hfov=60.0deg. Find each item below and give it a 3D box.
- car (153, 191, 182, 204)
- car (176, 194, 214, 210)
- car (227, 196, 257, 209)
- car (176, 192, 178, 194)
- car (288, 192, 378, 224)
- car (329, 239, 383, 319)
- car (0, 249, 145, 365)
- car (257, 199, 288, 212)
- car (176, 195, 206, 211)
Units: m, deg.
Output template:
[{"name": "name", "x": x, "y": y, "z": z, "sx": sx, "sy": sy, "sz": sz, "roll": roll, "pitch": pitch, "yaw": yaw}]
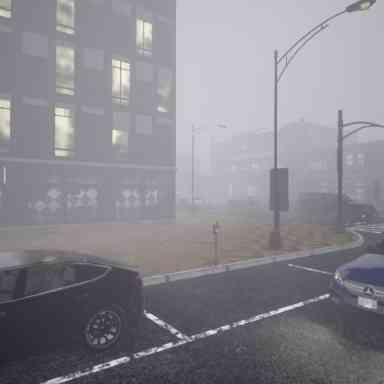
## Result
[{"name": "car", "x": -3.949, "y": 0.793, "z": 52.065, "sx": 2.192, "sy": 1.841, "sz": 5.009, "roll": 1, "pitch": 0, "yaw": -36}, {"name": "car", "x": 0.472, "y": 1.171, "z": 36.281, "sx": 1.812, "sy": 1.442, "sz": 4.674, "roll": 0, "pitch": 0, "yaw": -36}, {"name": "car", "x": 5.917, "y": 1.130, "z": 38.672, "sx": 1.967, "sy": 1.590, "sz": 4.097, "roll": 1, "pitch": 0, "yaw": -36}, {"name": "car", "x": -0.665, "y": 1.101, "z": 47.601, "sx": 2.008, "sy": 1.369, "sz": 4.403, "roll": 1, "pitch": 0, "yaw": -36}, {"name": "car", "x": 10.009, "y": 1.063, "z": 23.598, "sx": 2.150, "sy": 2.045, "sz": 5.566, "roll": 0, "pitch": 1, "yaw": -39}, {"name": "car", "x": 4.711, "y": 1.526, "z": 6.672, "sx": 4.674, "sy": 1.442, "sz": 1.812, "roll": 0, "pitch": 0, "yaw": -35}, {"name": "car", "x": -2.738, "y": 1.566, "z": 4.601, "sx": 4.313, "sy": 1.339, "sz": 1.947, "roll": 0, "pitch": 0, "yaw": -36}, {"name": "car", "x": 9.205, "y": 1.340, "z": 34.206, "sx": 1.802, "sy": 1.307, "sz": 4.206, "roll": 1, "pitch": 0, "yaw": -36}, {"name": "car", "x": -0.832, "y": 1.231, "z": 33.700, "sx": 1.802, "sy": 1.307, "sz": 4.206, "roll": 1, "pitch": 0, "yaw": -36}]
